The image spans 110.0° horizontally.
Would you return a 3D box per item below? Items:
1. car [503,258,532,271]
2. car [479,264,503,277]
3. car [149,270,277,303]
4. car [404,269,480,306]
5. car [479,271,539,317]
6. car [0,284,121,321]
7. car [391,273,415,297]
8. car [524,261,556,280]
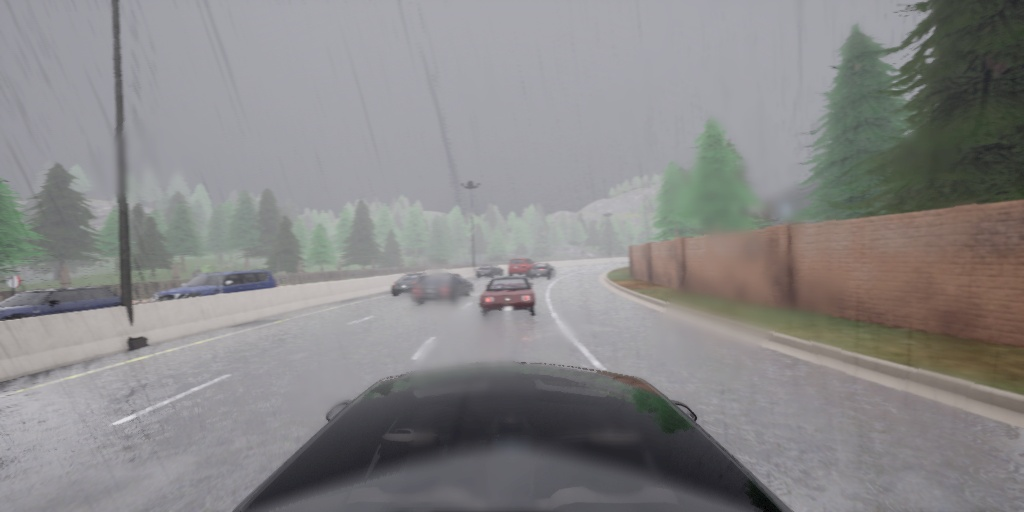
[{"bbox_3d":[1.260,1.253,39.975,2.150,2.045,5.566,-3,-1,19],"label":"car"},{"bbox_3d":[-2.368,1.694,39.990,2.128,1.511,4.902,-3,-1,18],"label":"car"},{"bbox_3d":[-14.053,1.776,17.410,2.150,2.045,5.566,-3,-1,4],"label":"car"},{"bbox_3d":[-3.270,1.597,17.986,2.033,1.411,5.357,-3,0,5],"label":"car"},{"bbox_3d":[-0.055,1.463,14.065,1.895,1.301,4.718,-3,-1,2],"label":"car"},{"bbox_3d":[-17.676,2.040,13.561,2.097,1.767,4.553,-3,0,2],"label":"car"},{"bbox_3d":[-6.161,1.797,23.355,1.994,1.385,4.181,-3,-1,7],"label":"car"},{"bbox_3d":[2.903,1.386,33.316,2.128,1.511,4.902,-3,-1,15],"label":"car"}]
